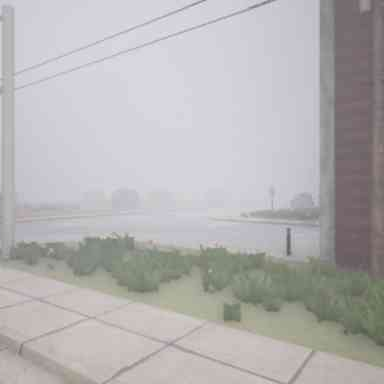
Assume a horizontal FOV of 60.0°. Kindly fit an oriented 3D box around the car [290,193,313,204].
[{"bbox_3d":[14.951,1.119,45.515,1.905,1.878,3.866,-6,-1,-8],"label":"car"}]
